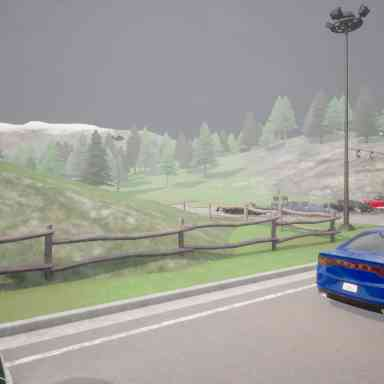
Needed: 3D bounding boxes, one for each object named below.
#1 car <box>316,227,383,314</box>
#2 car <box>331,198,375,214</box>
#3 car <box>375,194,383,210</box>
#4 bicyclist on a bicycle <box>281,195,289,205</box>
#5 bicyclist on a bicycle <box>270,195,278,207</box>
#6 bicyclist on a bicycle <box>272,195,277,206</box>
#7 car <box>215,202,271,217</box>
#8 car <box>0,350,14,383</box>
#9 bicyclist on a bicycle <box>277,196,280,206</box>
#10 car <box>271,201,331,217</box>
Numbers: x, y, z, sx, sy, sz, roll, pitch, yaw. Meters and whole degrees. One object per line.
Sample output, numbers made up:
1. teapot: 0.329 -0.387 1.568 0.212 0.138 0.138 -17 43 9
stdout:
1. car: 4.748 1.478 7.073 5.008 1.535 1.882 0 0 -34
2. car: 16.181 1.506 35.121 4.892 1.490 1.837 1 0 39
3. car: 20.944 1.223 35.779 5.566 2.045 2.150 0 0 40
4. bicyclist on a bicycle: 13.267 1.302 46.661 0.582 1.620 1.656 0 0 35
5. bicyclist on a bicycle: 11.800 1.302 47.673 0.582 1.620 1.656 0 0 34
6. bicyclist on a bicycle: 12.168 1.302 47.421 0.582 1.620 1.656 0 0 34
7. car: 4.499 1.601 30.824 4.718 1.301 1.895 0 0 36
8. car: -3.283 1.352 1.471 4.553 1.767 2.097 0 0 -35
9. bicyclist on a bicycle: 12.901 1.302 46.915 0.582 1.620 1.656 0 0 35
10. car: 9.768 1.547 31.291 5.357 1.411 2.033 0 0 37
